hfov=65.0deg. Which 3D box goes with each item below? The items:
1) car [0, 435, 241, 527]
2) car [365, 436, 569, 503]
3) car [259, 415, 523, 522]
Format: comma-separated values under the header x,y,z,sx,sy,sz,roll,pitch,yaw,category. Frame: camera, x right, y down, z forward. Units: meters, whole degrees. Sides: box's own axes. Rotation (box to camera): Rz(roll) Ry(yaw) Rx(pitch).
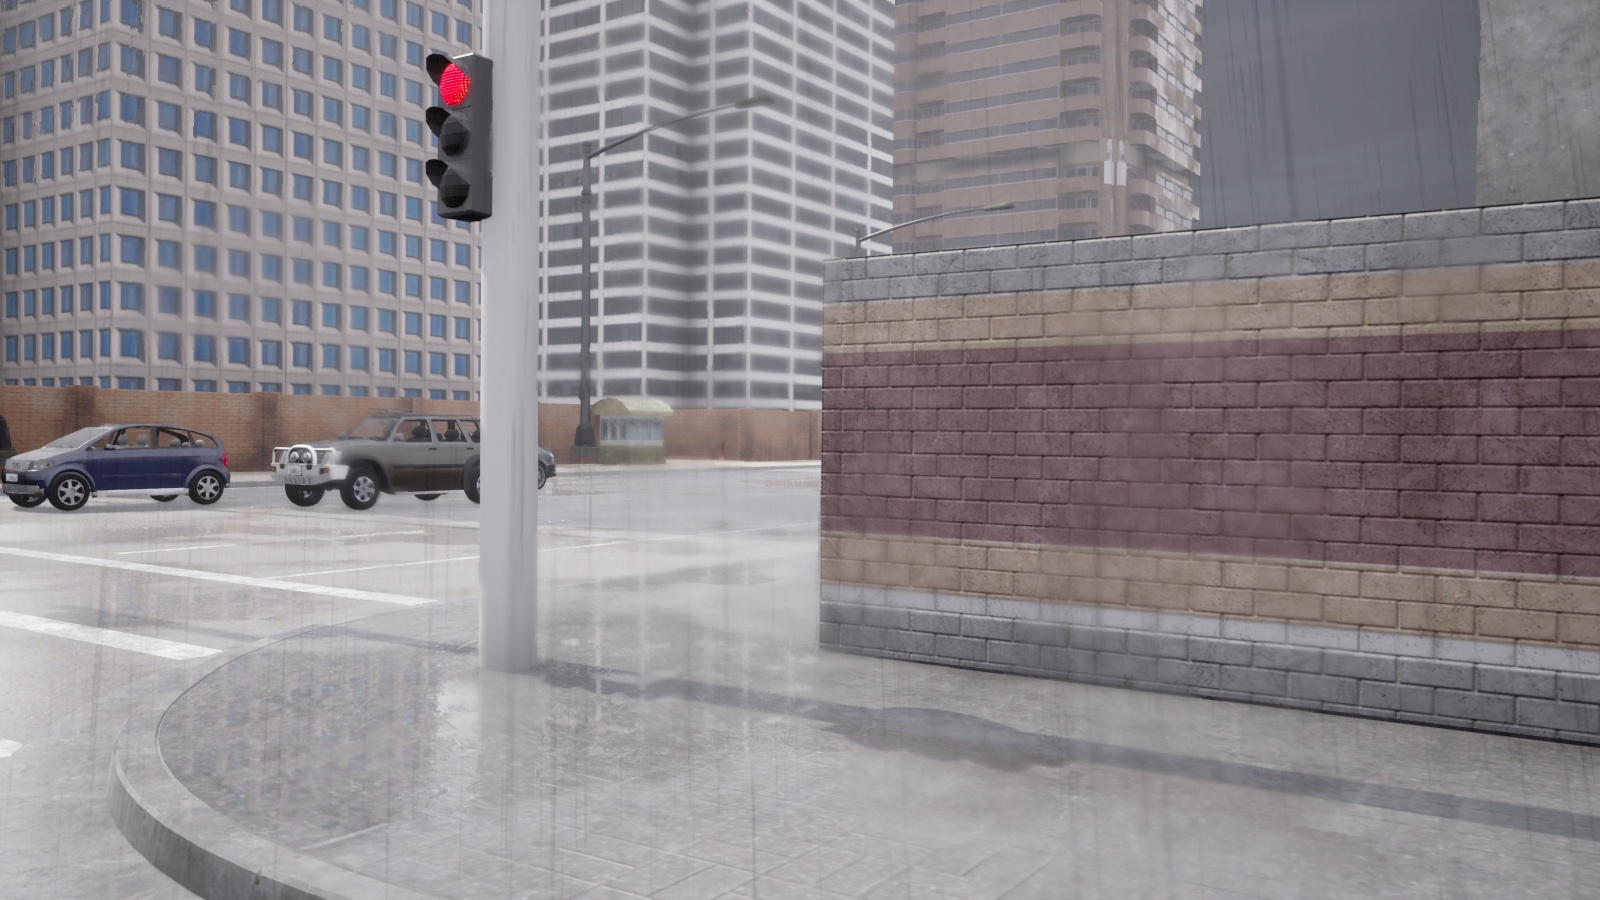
x,y,z,sx,sy,sz,roll,pitch,yaw,category
-12.628,0.506,23.310,1.789,1.549,3.705,0,1,34,car
-7.915,0.415,30.289,1.812,1.442,4.674,0,1,34,car
-7.761,0.287,24.273,1.932,1.855,4.605,0,1,34,car
